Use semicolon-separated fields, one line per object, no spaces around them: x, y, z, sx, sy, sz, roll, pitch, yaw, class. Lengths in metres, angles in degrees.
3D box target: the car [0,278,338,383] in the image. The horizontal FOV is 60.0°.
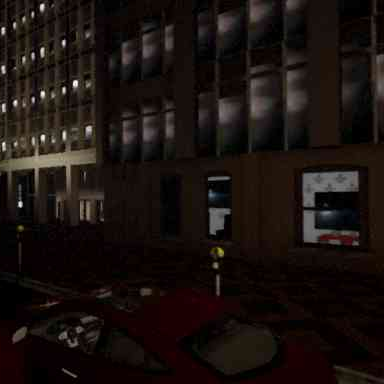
-0.712;1.583;3.387;4.206;1.307;1.802;0;-1;35;car
